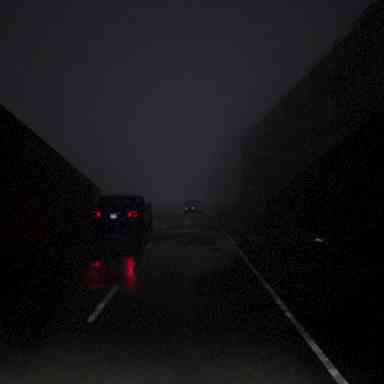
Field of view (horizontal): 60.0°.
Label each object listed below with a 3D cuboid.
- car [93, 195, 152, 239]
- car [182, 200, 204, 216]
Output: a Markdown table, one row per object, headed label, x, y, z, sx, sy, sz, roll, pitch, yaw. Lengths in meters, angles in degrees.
| label | x | y | z | sx | sy | sz | roll | pitch | yaw |
| --- | --- | --- | --- | --- | --- | --- | --- | --- | --- |
| car | -3.388 | 1.144 | 17.089 | 2.150 | 2.045 | 5.566 | 0 | 0 | 0 |
| car | 0.102 | 1.410 | 30.581 | 2.033 | 1.411 | 5.357 | 0 | 0 | 0 |
